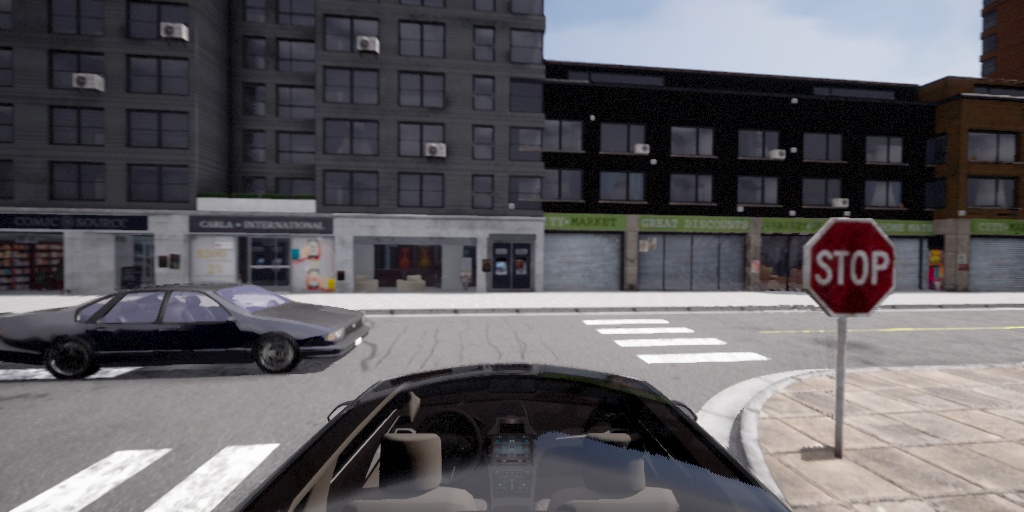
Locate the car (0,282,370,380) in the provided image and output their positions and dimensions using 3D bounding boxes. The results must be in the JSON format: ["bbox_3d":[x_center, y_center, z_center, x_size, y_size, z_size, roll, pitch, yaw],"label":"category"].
[{"bbox_3d":[-5.540,1.205,6.490,5.357,1.411,2.033,0,1,-6],"label":"car"}]
